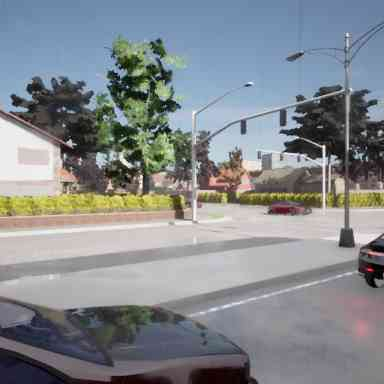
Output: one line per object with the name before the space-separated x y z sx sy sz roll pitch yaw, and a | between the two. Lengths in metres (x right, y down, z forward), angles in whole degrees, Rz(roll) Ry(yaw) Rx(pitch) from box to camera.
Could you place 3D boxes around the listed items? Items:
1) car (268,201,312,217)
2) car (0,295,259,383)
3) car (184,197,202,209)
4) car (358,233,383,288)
car | 9.344 1.564 31.965 1.994 1.385 4.181 0 0 -39
car | -1.984 1.547 2.333 5.357 1.411 2.033 0 0 -35
car | -0.588 1.477 45.155 1.882 1.535 5.008 0 0 -36
car | 5.935 1.491 8.018 4.902 1.511 2.128 0 0 -35
